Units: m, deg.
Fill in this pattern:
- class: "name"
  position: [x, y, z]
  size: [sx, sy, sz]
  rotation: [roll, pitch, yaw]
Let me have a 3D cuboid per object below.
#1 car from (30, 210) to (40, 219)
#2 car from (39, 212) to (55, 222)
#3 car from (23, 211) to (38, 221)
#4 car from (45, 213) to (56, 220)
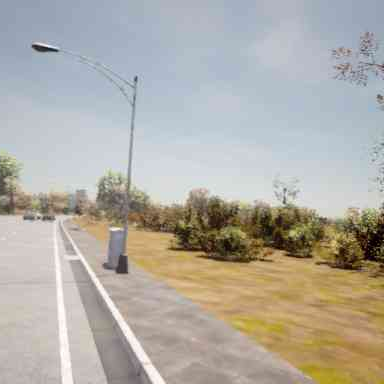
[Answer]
- class: "car"
  position: [-36.616, 5.208, 77.241]
  size: [2.150, 2.045, 5.566]
  rotation: [5, -5, -19]
- class: "car"
  position: [-29.844, 5.310, 68.696]
  size: [1.837, 1.490, 4.892]
  rotation: [5, -5, -20]
- class: "car"
  position: [-33.253, 5.104, 67.842]
  size: [1.994, 1.385, 4.181]
  rotation: [5, -5, -20]
- class: "car"
  position: [-33.323, 5.807, 78.314]
  size: [1.994, 1.385, 4.181]
  rotation: [5, -5, -19]
